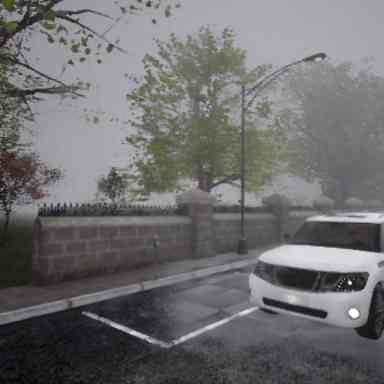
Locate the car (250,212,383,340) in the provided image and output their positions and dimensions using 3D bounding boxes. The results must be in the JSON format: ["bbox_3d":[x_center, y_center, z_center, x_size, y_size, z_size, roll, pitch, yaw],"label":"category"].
[{"bbox_3d":[3.571,1.512,7.537,2.150,2.045,5.566,-2,-3,44],"label":"car"}]

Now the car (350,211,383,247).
[{"bbox_3d":[11.582,2.140,20.187,2.192,1.841,5.009,-1,-2,42],"label":"car"}]
